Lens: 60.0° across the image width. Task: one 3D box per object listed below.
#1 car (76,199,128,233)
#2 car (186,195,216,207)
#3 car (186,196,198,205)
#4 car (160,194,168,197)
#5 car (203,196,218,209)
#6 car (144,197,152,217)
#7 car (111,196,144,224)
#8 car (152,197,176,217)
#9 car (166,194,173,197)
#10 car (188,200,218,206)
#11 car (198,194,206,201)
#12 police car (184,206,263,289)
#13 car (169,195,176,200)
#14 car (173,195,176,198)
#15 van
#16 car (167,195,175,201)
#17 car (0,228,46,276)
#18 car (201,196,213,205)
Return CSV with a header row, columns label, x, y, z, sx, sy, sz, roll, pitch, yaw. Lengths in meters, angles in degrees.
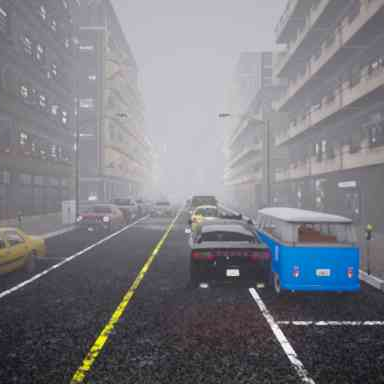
label,x,y,z,sx,sy,sz,roll,pitch,yaw
car,-5.305,1.439,19.454,1.967,1.590,4.097,1,0,0
car,0.825,1.223,25.208,2.150,2.045,5.566,0,0,0
car,-0.002,1.469,59.284,1.882,1.535,5.008,0,0,0
car,-5.307,1.519,52.578,1.752,1.417,4.829,1,0,0
car,2.574,1.435,47.220,1.967,1.590,4.097,1,0,0
car,-5.304,1.313,30.552,2.192,1.841,5.009,1,0,0
car,-5.303,1.313,25.003,2.192,1.841,5.009,1,0,0
car,-2.750,1.523,30.987,1.812,1.442,4.674,0,0,0
car,-5.305,1.306,63.846,2.192,1.841,5.009,1,0,0
car,0.825,1.454,19.368,1.801,1.575,5.366,0,0,0
car,2.572,1.424,86.064,1.967,1.590,4.097,1,0,0
police car,0.826,1.425,9.286,1.930,1.638,5.238,0,0,0
car,-5.310,1.564,91.591,1.802,1.307,4.206,1,0,0
car,-5.309,1.538,74.944,2.008,1.369,4.403,1,0,0
van,2.577,1.341,8.376,1.690,1.788,3.998,1,0,0
car,-5.310,1.566,86.042,1.802,1.307,4.206,1,0,0
car,-5.305,1.525,8.186,1.752,1.417,4.829,1,0,0
car,2.573,1.517,58.488,1.752,1.417,4.829,1,0,0
